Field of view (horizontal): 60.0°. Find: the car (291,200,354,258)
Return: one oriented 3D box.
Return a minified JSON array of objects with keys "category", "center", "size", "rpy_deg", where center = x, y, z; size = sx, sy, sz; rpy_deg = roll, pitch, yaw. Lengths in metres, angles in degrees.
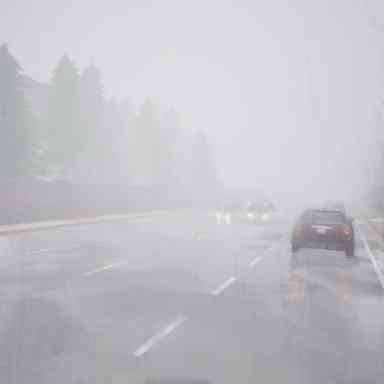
[{"category":"car","center":[5.355,1.383,13.451],"size":[2.097,1.767,4.553],"rpy_deg":[2,0,24]}]

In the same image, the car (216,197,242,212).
[{"category":"car","center":[4.220,1.335,36.981],"size":[2.128,1.511,4.902],"rpy_deg":[2,0,24]}]

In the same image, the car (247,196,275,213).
[{"category":"car","center":[7.448,1.279,35.622],"size":[2.097,1.767,4.553],"rpy_deg":[2,0,24]}]

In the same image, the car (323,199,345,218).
[{"category":"car","center":[14.306,1.581,33.338],"size":[1.882,1.535,5.008],"rpy_deg":[2,0,24]}]
